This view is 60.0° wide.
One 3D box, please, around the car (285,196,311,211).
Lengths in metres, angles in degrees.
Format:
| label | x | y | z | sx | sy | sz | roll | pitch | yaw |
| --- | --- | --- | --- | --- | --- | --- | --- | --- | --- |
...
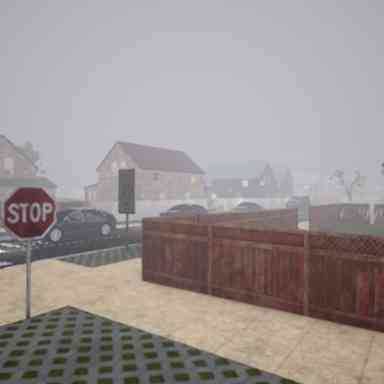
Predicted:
| label | x | y | z | sx | sy | sz | roll | pitch | yaw |
| --- | --- | --- | --- | --- | --- | --- | --- | --- | --- |
| car | 14.684 | 1.505 | 45.701 | 2.150 | 2.045 | 5.566 | 0 | 0 | 36 |

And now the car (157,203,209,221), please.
| label | x | y | z | sx | sy | sz | roll | pitch | yaw |
| --- | --- | --- | --- | --- | --- | --- | --- | --- | --- |
| car | -0.571 | 1.613 | 24.422 | 1.837 | 1.490 | 4.892 | 0 | 0 | 36 |

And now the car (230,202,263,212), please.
| label | x | y | z | sx | sy | sz | roll | pitch | yaw |
| --- | --- | --- | --- | --- | --- | --- | --- | --- | --- |
| car | 5.418 | 1.700 | 32.835 | 1.812 | 1.442 | 4.674 | 0 | 0 | 36 |

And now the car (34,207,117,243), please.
| label | x | y | z | sx | sy | sz | roll | pitch | yaw |
| --- | --- | --- | --- | --- | --- | --- | --- | --- | --- |
| car | -6.028 | 1.556 | 16.757 | 1.837 | 1.490 | 4.892 | 0 | 0 | 35 |
